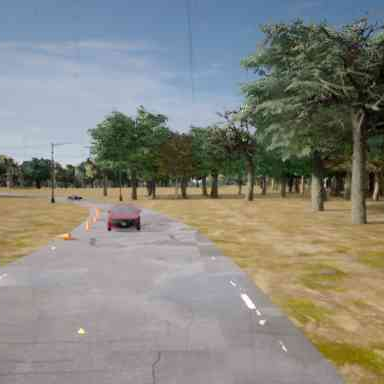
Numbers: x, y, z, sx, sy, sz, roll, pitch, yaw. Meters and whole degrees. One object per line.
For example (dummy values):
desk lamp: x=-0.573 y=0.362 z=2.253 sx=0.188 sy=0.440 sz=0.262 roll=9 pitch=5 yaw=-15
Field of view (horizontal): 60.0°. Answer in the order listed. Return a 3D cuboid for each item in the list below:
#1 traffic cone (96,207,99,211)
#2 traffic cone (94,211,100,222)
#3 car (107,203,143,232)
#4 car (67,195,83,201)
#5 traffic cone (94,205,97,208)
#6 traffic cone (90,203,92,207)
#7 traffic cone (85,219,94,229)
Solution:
traffic cone: x=-8.395 y=1.900 z=29.750 sx=0.340 sy=0.580 sz=0.340 roll=0 pitch=0 yaw=-15
traffic cone: x=-7.250 y=1.918 z=24.988 sx=0.340 sy=0.580 sz=0.340 roll=0 pitch=0 yaw=-12
car: x=-4.107 y=1.449 z=20.340 sx=1.882 sy=1.535 sz=5.008 roll=0 pitch=0 yaw=-11
car: x=-24.924 y=1.191 z=70.777 sx=1.895 sy=1.301 sz=4.718 roll=-1 pitch=1 yaw=-40
traffic cone: x=-9.721 y=1.880 z=34.466 sx=0.340 sy=0.580 sz=0.340 roll=0 pitch=0 yaw=-17
traffic cone: x=-12.899 y=1.842 z=43.730 sx=0.340 sy=0.580 sz=0.340 roll=0 pitch=0 yaw=-21
traffic cone: x=-6.284 y=1.933 z=20.187 sx=0.340 sy=0.580 sz=0.340 roll=0 pitch=0 yaw=-10
